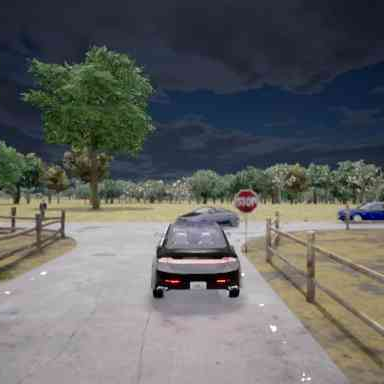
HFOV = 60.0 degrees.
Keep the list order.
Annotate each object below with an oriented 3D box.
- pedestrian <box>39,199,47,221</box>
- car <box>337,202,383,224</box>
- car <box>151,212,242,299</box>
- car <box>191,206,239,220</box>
[{"bbox_3d":[-12.140,1.428,27.030,0.375,1.860,0.375,0,-1,0],"label":"pedestrian"},{"bbox_3d":[13.096,1.479,23.979,5.008,1.535,1.882,0,-1,0],"label":"car"},{"bbox_3d":[0.041,1.502,8.509,2.128,1.511,4.902,0,0,-2],"label":"car"},{"bbox_3d":[0.928,1.578,20.150,4.181,1.385,1.994,-1,0,-40],"label":"car"}]
